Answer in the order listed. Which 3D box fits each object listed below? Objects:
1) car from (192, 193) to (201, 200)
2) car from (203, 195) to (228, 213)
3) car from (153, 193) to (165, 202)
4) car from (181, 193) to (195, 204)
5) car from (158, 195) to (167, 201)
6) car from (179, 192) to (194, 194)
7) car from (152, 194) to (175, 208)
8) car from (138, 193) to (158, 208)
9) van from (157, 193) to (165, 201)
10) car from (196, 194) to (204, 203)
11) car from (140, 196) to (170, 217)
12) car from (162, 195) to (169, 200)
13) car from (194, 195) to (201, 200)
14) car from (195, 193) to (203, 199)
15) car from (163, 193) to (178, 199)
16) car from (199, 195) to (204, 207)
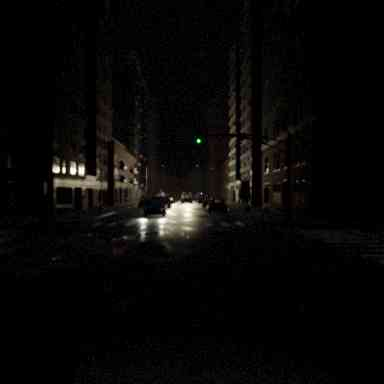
[{"bbox_3d":[1.259,1.120,91.163,2.192,1.841,5.009,0,0,-1],"label":"car"},{"bbox_3d":[2.545,1.325,34.632,1.967,1.590,4.097,0,0,-1],"label":"car"},{"bbox_3d":[-6.752,1.130,68.370,2.192,1.841,5.009,0,0,-1],"label":"car"},{"bbox_3d":[-0.888,1.383,59.908,1.994,1.385,4.181,0,0,-1],"label":"car"},{"bbox_3d":[-7.008,1.393,79.680,1.802,1.307,4.206,0,0,-1],"label":"car"},{"bbox_3d":[-1.116,1.013,69.937,2.150,2.045,5.566,0,0,-1],"label":"car"},{"bbox_3d":[-3.548,1.342,41.458,1.882,1.535,5.008,0,0,-1],"label":"car"},{"bbox_3d":[-6.235,1.291,45.754,1.967,1.590,4.097,0,0,-1],"label":"car"},{"bbox_3d":[-6.880,1.155,74.026,1.690,1.788,3.998,0,0,-1],"label":"van"},{"bbox_3d":[2.030,1.404,57.243,1.802,1.307,4.206,0,0,-1],"label":"car"},{"bbox_3d":[-3.309,1.375,30.613,1.882,1.535,5.008,0,0,-1],"label":"car"},{"bbox_3d":[-7.265,1.387,90.991,1.802,1.307,4.206,0,0,-1],"label":"car"},{"bbox_3d":[1.388,1.390,85.510,1.802,1.307,4.206,0,0,-1],"label":"car"},{"bbox_3d":[1.901,1.361,62.896,1.887,1.381,4.507,0,0,-1],"label":"car"},{"bbox_3d":[-3.876,1.368,58.815,2.033,1.411,5.357,0,0,-1],"label":"car"},{"bbox_3d":[2.288,1.432,45.940,1.802,1.307,4.206,0,0,-1],"label":"car"}]
